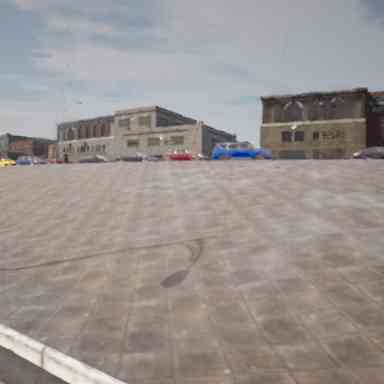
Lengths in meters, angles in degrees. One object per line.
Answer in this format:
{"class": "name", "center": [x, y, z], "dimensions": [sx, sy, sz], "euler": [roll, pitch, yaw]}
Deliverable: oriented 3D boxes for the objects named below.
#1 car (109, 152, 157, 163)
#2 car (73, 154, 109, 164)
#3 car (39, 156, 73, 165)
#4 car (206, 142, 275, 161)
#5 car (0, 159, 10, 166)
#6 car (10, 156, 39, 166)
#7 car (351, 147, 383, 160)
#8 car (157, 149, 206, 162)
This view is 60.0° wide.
{"class": "car", "center": [-5.649, -3.362, 34.367], "dimensions": [4.892, 1.521, 2.231], "euler": [1, 1, 27]}
{"class": "car", "center": [-10.481, -3.424, 36.826], "dimensions": [4.674, 1.452, 2.002], "euler": [1, 1, 28]}
{"class": "car", "center": [-15.344, -3.535, 39.434], "dimensions": [4.792, 1.488, 2.163], "euler": [1, 1, 29]}
{"class": "car", "center": [4.531, -3.347, 29.583], "dimensions": [5.566, 2.045, 2.435], "euler": [2, 1, 25]}
{"class": "car", "center": [-25.090, -3.771, 45.052], "dimensions": [5.008, 1.535, 2.097], "euler": [1, 1, 32]}
{"class": "car", "center": [-20.337, -3.795, 42.235], "dimensions": [4.553, 1.767, 2.185], "euler": [1, 1, 31]}
{"class": "car", "center": [14.713, -2.706, 25.337], "dimensions": [4.674, 1.452, 2.002], "euler": [2, 1, 22]}
{"class": "car", "center": [-0.569, -3.366, 31.923], "dimensions": [4.553, 1.767, 2.185], "euler": [1, 1, 26]}
